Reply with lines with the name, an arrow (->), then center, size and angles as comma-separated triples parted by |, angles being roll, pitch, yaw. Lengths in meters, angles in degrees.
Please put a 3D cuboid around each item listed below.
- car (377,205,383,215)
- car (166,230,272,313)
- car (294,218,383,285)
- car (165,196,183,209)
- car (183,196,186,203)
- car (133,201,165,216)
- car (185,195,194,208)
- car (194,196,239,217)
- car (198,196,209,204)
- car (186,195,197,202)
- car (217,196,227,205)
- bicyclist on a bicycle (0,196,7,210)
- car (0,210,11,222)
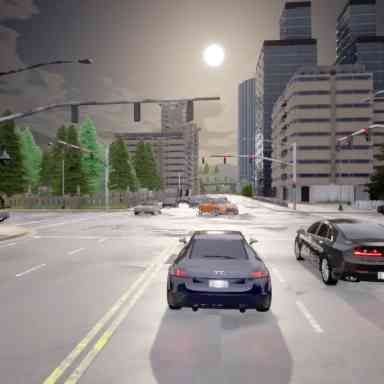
car -> 20.391, 1.478, 31.649 | 5.008, 1.535, 1.882 | 0, 0, 5
car -> 0.607, 1.564, 7.773 | 1.994, 1.385, 4.181 | 0, 0, 4
car -> 4.240, 1.505, 9.388 | 1.837, 1.490, 4.892 | 0, 0, 5
car -> -2.951, 1.547, 46.817 | 2.033, 1.411, 5.357 | 0, 0, 5
car -> -1.472, 1.547, 63.688 | 2.033, 1.411, 5.357 | 0, 0, 5
car -> -4.299, 1.601, 32.737 | 1.895, 1.301, 4.718 | 0, 0, 7
car -> 0.575, 1.504, 46.963 | 1.837, 1.490, 4.892 | 0, 0, 5
car -> 2.444, 1.352, 31.576 | 2.097, 1.767, 4.553 | 0, 0, -28
car -> 2.336, 1.506, 66.829 | 1.837, 1.490, 4.892 | 0, 0, 5
car -> -0.123, 1.528, 79.033 | 2.033, 1.411, 5.357 | 0, 0, 5
car -> 5.574, 1.505, 62.164 | 1.837, 1.490, 4.892 | 0, 0, 5
bicyclist on a bicycle -> -22.282, 1.301, 39.028 | 0.582, 1.620, 1.656 | 0, 0, 5
car -> -15.744, 1.601, 23.946 | 4.718, 1.301, 1.895 | 0, 0, 5
